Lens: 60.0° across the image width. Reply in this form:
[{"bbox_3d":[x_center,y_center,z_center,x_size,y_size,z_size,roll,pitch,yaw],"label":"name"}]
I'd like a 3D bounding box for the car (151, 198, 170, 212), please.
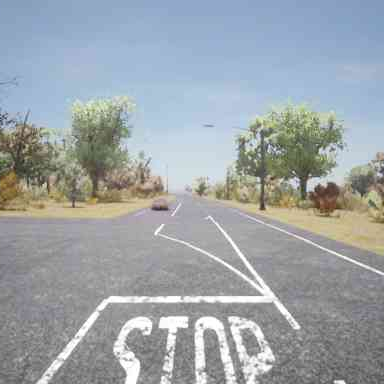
[{"bbox_3d":[-3.665,1.490,39.052,1.882,1.535,5.008,0,0,0],"label":"car"}]
